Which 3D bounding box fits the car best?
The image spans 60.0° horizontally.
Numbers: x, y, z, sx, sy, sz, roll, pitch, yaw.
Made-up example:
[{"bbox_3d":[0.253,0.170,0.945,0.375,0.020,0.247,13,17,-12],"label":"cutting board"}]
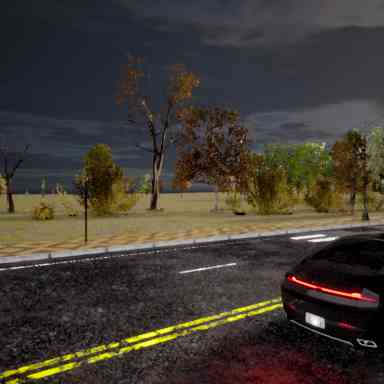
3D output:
[{"bbox_3d":[3.678,1.504,5.907,4.892,1.490,1.837,0,0,-34],"label":"car"}]
